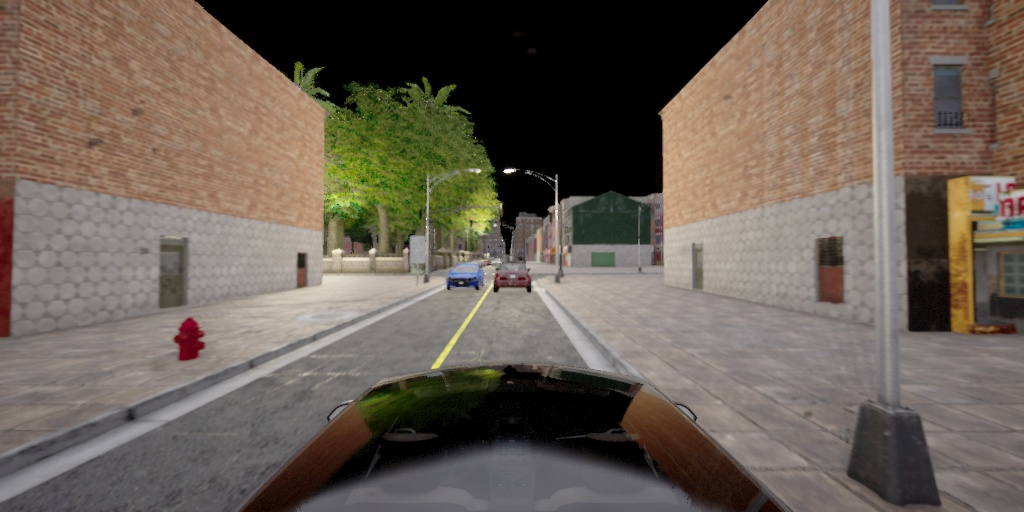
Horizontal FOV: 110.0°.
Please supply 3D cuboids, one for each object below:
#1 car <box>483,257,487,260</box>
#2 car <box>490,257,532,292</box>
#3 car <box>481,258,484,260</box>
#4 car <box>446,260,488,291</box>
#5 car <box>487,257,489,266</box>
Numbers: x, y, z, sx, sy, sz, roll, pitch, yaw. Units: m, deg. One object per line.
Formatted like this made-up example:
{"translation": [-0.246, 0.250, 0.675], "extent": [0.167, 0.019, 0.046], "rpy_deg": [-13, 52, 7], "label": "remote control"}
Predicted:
{"translation": [-5.490, 1.269, 56.967], "extent": [2.007, 1.370, 4.403], "rpy_deg": [0, 0, 0], "label": "car"}
{"translation": [0.051, 1.084, 21.044], "extent": [2.097, 1.767, 4.553], "rpy_deg": [0, 0, 1], "label": "car"}
{"translation": [-5.468, 1.267, 49.831], "extent": [2.007, 1.370, 4.403], "rpy_deg": [0, 0, 0], "label": "car"}
{"translation": [-2.739, 1.205, 21.951], "extent": [1.882, 1.535, 5.008], "rpy_deg": [0, 0, 0], "label": "car"}
{"translation": [-5.527, 1.288, 62.417], "extent": [1.948, 1.339, 4.313], "rpy_deg": [0, 0, 0], "label": "car"}
